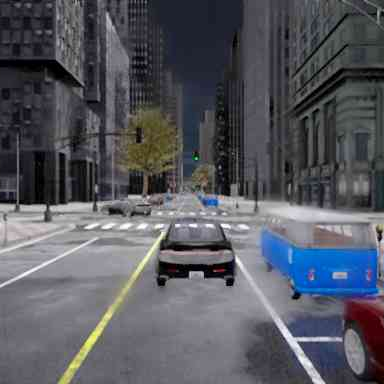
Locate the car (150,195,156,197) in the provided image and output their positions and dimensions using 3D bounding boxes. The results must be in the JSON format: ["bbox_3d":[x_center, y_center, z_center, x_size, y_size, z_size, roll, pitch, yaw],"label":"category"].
[{"bbox_3d":[-5.850,1.431,40.464,1.752,1.417,4.829,0,0,0],"label":"car"}]

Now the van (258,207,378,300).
[{"bbox_3d":[2.764,1.320,8.066,1.690,1.788,3.998,0,0,0],"label":"van"}]

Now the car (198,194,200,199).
[{"bbox_3d":[2.635,1.449,62.291,1.802,1.307,4.206,0,0,0],"label":"car"}]

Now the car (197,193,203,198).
[{"bbox_3d":[2.624,1.409,67.703,2.008,1.369,4.403,0,0,0],"label":"car"}]

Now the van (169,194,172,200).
[{"bbox_3d":[-5.910,1.193,72.370,1.690,1.788,3.998,0,0,0],"label":"van"}]

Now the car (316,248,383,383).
[{"bbox_3d":[2.774,1.538,2.541,1.887,1.381,4.507,0,0,0],"label":"car"}]

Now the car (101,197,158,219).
[{"bbox_3d":[-5.466,1.361,27.229,4.902,1.511,2.128,1,-1,40],"label":"car"}]

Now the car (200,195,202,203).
[{"bbox_3d":[2.658,1.451,51.463,1.947,1.339,4.313,0,0,0],"label":"car"}]

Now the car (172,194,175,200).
[{"bbox_3d":[-5.933,1.403,82.948,1.947,1.339,4.313,0,0,0],"label":"car"}]

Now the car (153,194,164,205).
[{"bbox_3d":[-5.866,1.430,51.215,1.887,1.381,4.507,0,0,0],"label":"car"}]

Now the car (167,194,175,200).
[{"bbox_3d":[-5.955,1.376,93.527,2.008,1.369,4.403,0,0,0],"label":"car"}]

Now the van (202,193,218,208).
[{"bbox_3d":[2.670,1.236,46.050,1.690,1.788,3.998,0,0,0],"label":"van"}]

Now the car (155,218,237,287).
[{"bbox_3d":[0.081,1.468,9.244,2.128,1.511,4.902,0,0,0],"label":"car"}]

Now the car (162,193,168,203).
[{"bbox_3d":[-5.877,1.191,56.503,2.192,1.841,5.009,0,0,0],"label":"car"}]

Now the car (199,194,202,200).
[{"bbox_3d":[2.647,1.420,56.877,1.887,1.381,4.507,0,0,0],"label":"car"}]
